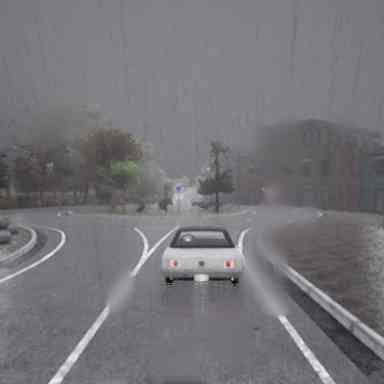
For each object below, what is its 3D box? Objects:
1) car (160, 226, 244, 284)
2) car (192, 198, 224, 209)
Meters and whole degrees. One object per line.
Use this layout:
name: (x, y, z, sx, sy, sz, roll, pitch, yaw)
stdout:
car: (0.298, 1.633, 9.632, 1.895, 1.301, 4.718, 0, 0, 2)
car: (2.258, 1.596, 48.008, 4.892, 1.490, 1.837, -2, -1, 30)
